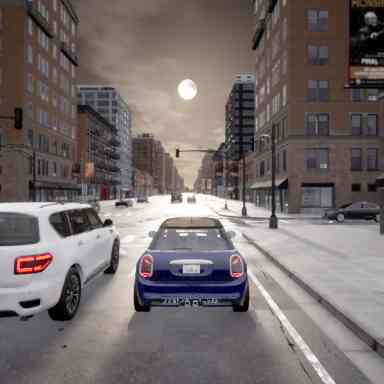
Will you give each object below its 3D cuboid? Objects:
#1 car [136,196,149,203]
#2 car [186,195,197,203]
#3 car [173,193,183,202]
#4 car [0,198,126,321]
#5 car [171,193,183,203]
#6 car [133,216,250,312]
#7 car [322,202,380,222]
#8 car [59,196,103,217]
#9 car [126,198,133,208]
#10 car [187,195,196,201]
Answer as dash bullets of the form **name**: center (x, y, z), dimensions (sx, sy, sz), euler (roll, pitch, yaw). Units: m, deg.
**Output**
- **car**: center (-9.863, 1.547, 66.610), dimensions (1.994, 1.385, 4.181), euler (0, 0, 0)
- **car**: center (-0.090, 1.473, 69.248), dimensions (2.128, 1.511, 4.902), euler (0, 0, 0)
- **car**: center (-3.354, 1.202, 80.382), dimensions (2.150, 2.045, 5.566), euler (0, 0, 0)
- **car**: center (-3.158, 1.222, 7.407), dimensions (2.150, 2.045, 5.566), euler (0, 0, 0)
- **car**: center (-3.254, 1.203, 69.992), dimensions (2.150, 2.045, 5.566), euler (0, 0, 0)
- **car**: center (-0.003, 1.351, 7.864), dimensions (2.097, 1.767, 4.553), euler (0, 0, 0)
- **car**: center (12.688, 1.542, 25.901), dimensions (4.892, 1.490, 1.837), euler (0, 0, 2)
- **car**: center (-10.507, 1.354, 31.871), dimensions (2.097, 1.767, 4.553), euler (0, 0, 10)
- **car**: center (-9.910, 1.592, 48.602), dimensions (1.895, 1.301, 4.718), euler (0, 0, 0)
- **car**: center (-0.103, 1.443, 79.697), dimensions (1.895, 1.301, 4.718), euler (0, 0, 0)
